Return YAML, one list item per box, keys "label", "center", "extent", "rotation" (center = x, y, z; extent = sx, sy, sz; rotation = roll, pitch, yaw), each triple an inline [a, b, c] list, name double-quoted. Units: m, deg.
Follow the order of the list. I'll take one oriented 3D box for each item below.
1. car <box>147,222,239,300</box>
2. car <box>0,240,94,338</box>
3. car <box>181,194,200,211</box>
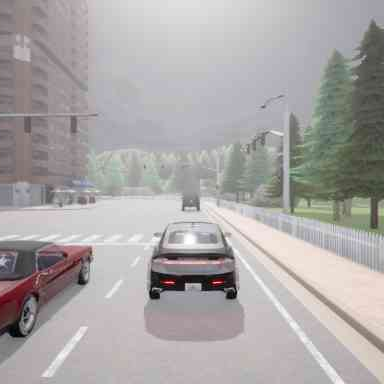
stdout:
- label: "car"
  center: [0.021, 1.492, 8.398]
  extent: [2.128, 1.511, 4.902]
  rotation: [0, 0, 0]
- label: "car"
  center: [-3.452, 1.601, 6.548]
  extent: [1.895, 1.301, 4.718]
  rotation: [0, 0, 0]
- label: "car"
  center: [-0.170, 1.222, 41.811]
  extent: [2.150, 2.045, 5.566]
  rotation: [0, 0, -2]
